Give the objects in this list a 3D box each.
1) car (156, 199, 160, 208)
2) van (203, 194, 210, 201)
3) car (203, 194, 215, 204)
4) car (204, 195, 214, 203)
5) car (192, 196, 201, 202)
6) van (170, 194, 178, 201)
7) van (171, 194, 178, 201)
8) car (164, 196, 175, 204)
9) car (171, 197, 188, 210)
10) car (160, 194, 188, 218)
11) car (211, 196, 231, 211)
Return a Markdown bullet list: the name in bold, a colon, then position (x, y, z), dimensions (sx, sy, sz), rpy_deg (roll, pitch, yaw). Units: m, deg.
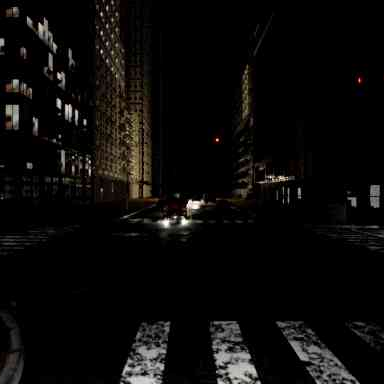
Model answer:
- **car**: position (-4.170, 1.592, 47.257), dimensions (1.802, 1.307, 4.206), rpy_deg (0, 0, 0)
- **van**: position (3.468, 1.321, 80.479), dimensions (1.690, 1.788, 3.998), rpy_deg (0, 0, 0)
- **car**: position (3.589, 1.313, 63.896), dimensions (2.192, 1.841, 5.009), rpy_deg (0, 0, 0)
- **car**: position (3.549, 1.432, 69.425), dimensions (1.967, 1.590, 4.097), rpy_deg (0, 0, 0)
- **car**: position (0.968, 1.512, 73.228), dimensions (1.812, 1.442, 4.674), rpy_deg (0, 0, 0)
- **van**: position (-4.412, 1.321, 80.422), dimensions (1.690, 1.788, 3.998), rpy_deg (0, 0, 0)
- **van**: position (-4.452, 1.315, 85.949), dimensions (1.690, 1.788, 3.998), rpy_deg (0, 0, 0)
- **car**: position (-4.291, 1.564, 63.839), dimensions (1.947, 1.339, 4.313), rpy_deg (0, 0, 0)
- **car**: position (-1.686, 1.500, 44.943), dimensions (2.128, 1.511, 4.902), rpy_deg (0, 0, 0)
- **car**: position (-1.521, 1.370, 30.417), dimensions (2.097, 1.767, 4.553), rpy_deg (0, 0, -2)
- **car**: position (3.800, 1.579, 41.788), dimensions (1.947, 1.339, 4.313), rpy_deg (0, 0, 0)
